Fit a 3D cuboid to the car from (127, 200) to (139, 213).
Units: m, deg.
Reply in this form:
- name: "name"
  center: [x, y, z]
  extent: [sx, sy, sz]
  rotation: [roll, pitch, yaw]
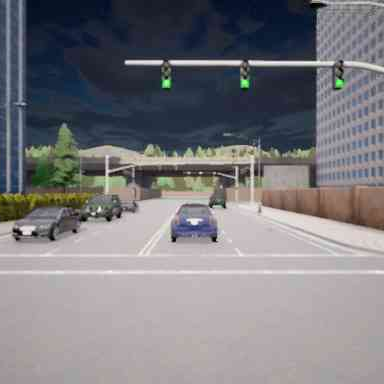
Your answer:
- name: "car"
  center: [-6.997, 1.557, 36.477]
  extent: [1.994, 1.385, 4.181]
  rotation: [0, 0, 0]

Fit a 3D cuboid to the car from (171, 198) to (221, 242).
- name: "car"
  center: [0.101, 1.349, 16.577]
  extent: [2.097, 1.767, 4.553]
  rotation: [0, 0, 0]

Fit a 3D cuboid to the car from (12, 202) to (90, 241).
- name: "car"
  center: [-7.095, 1.488, 16.744]
  extent: [2.128, 1.511, 4.902]
  rotation: [0, 0, 0]

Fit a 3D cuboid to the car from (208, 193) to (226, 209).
- name: "car"
  center: [3.515, 1.215, 46.092]
  extent: [2.150, 2.045, 5.566]
  rotation: [0, 0, 0]

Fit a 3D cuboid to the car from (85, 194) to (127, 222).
- name: "car"
  center: [-7.070, 1.216, 26.611]
  extent: [2.150, 2.045, 5.566]
  rotation: [0, 0, 0]
